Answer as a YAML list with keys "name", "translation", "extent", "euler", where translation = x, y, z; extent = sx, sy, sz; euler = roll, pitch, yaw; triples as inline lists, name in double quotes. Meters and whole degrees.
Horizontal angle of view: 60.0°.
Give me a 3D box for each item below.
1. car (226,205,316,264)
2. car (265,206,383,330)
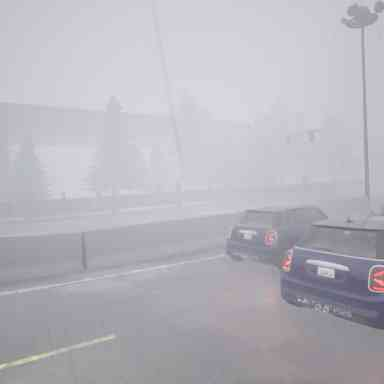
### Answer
- name: "car"
  translation: [3.261, 1.171, 10.457]
  extent: [4.553, 1.767, 2.097]
  euler: [-3, 2, -36]
- name: "car"
  translation: [3.847, 1.232, 6.554]
  extent: [4.553, 1.767, 2.097]
  euler: [-2, 1, -36]
